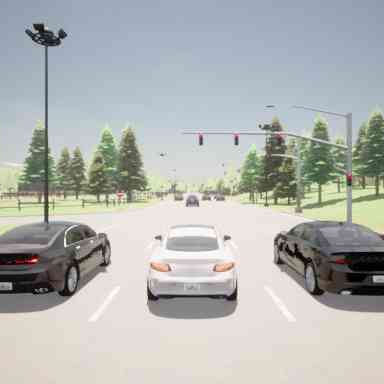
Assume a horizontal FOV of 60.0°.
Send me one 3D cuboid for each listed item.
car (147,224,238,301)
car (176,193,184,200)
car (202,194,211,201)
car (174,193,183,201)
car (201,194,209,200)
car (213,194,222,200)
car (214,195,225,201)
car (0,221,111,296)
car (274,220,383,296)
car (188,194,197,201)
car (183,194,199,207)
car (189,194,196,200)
[{"bbox_3d":[0.019,1.525,8.209,1.812,1.442,4.674,0,0,0],"label":"car"},{"bbox_3d":[-3.360,1.185,93.121,2.097,1.767,4.553,0,0,0],"label":"car"},{"bbox_3d":[3.625,1.345,83.107,2.097,1.767,4.553,0,0,0],"label":"car"},{"bbox_3d":[-3.375,1.541,83.114,1.994,1.385,4.181,0,0,0],"label":"car"},{"bbox_3d":[3.640,1.370,93.140,2.033,1.411,5.357,0,0,0],"label":"car"},{"bbox_3d":[7.140,1.382,93.135,1.994,1.385,4.181,0,0,0],"label":"car"},{"bbox_3d":[7.124,1.514,82.715,2.128,1.511,4.902,0,0,0],"label":"car"},{"bbox_3d":[-3.477,1.505,8.605,1.837,1.490,4.892,0,0,0],"label":"car"},{"bbox_3d":[3.525,1.477,8.700,1.882,1.535,5.008,0,0,0],"label":"car"},{"bbox_3d":[0.125,1.345,83.112,2.097,1.767,4.553,0,0,0],"label":"car"},{"bbox_3d":[0.078,1.351,52.083,2.097,1.767,4.553,0,0,0],"label":"car"},{"bbox_3d":[0.140,1.330,93.146,1.837,1.490,4.892,0,0,0],"label":"car"}]
